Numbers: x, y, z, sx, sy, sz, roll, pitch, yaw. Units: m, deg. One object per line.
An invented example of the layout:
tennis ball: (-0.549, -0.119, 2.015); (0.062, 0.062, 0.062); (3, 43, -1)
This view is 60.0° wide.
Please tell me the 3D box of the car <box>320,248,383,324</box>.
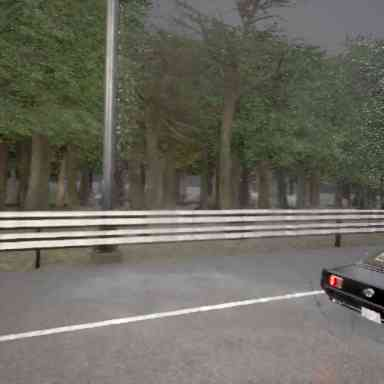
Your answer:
car: (4.647, 1.543, 5.746); (4.718, 1.301, 1.895); (1, 2, -24)
